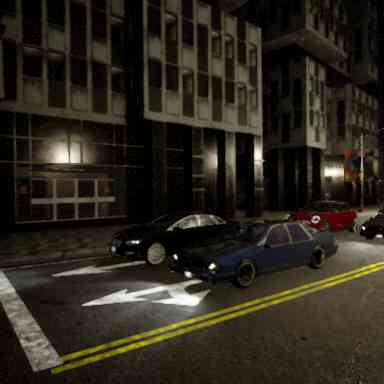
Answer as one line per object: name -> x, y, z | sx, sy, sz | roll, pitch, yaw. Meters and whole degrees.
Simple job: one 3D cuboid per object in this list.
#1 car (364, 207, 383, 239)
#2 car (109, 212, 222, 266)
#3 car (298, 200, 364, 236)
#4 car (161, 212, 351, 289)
car -> 9.876, 1.444, 15.643 | 5.357, 1.411, 2.033 | 0, 0, -40
car -> -0.397, 1.460, 11.581 | 4.902, 1.511, 2.128 | 0, 0, -36
car -> 6.696, 1.263, 17.237 | 4.553, 1.767, 2.097 | 0, 0, -40
car -> 2.021, 1.508, 9.335 | 5.357, 1.411, 2.033 | 0, 0, -37
